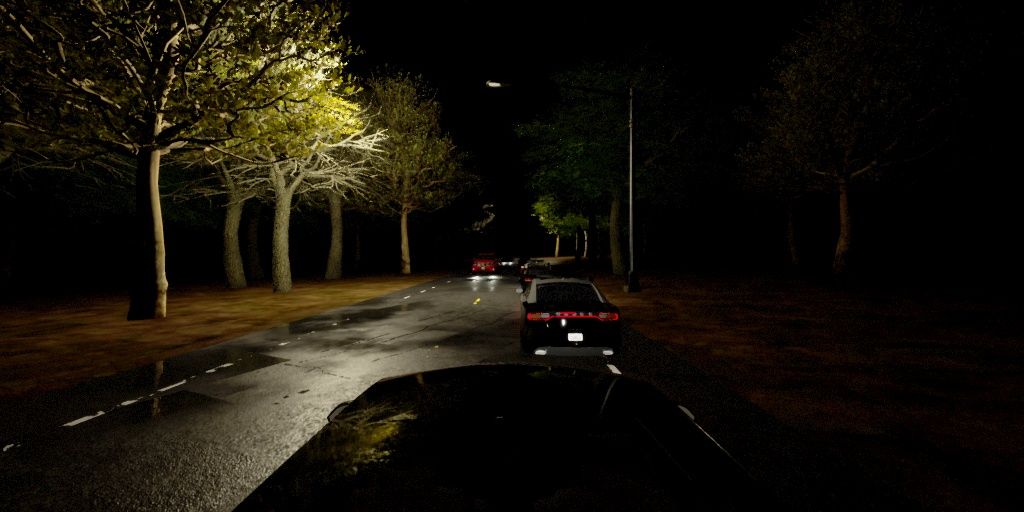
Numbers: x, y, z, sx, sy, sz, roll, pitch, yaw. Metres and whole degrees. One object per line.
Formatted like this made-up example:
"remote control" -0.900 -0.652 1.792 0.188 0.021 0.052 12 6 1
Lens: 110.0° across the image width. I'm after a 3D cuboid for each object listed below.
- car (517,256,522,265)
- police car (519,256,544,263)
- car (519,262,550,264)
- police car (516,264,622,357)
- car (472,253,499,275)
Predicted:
"car" 1.802 0.836 50.144 1.837 1.490 4.892 0 1 2
"police car" 1.658 1.058 24.585 1.930 1.638 5.238 0 1 3
"car" 1.399 1.215 18.498 1.812 1.442 4.674 0 0 2
"police car" 1.123 1.166 8.670 1.930 1.638 5.238 0 0 1
"car" -2.516 0.734 35.465 2.150 2.045 5.566 0 1 3
